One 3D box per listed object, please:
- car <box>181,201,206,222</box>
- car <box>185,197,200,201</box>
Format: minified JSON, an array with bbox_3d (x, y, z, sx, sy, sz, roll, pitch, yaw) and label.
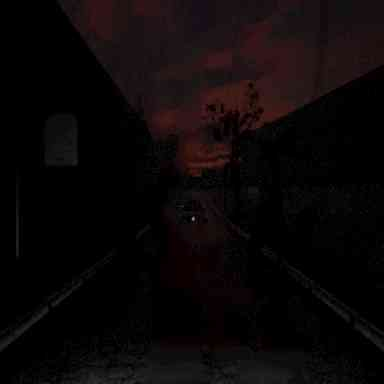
[{"bbox_3d":[0.101,1.711,27.268,1.895,1.301,4.718,0,0,0],"label":"car"},{"bbox_3d":[0.100,1.374,42.966,1.812,1.442,4.674,0,2,0],"label":"car"}]
